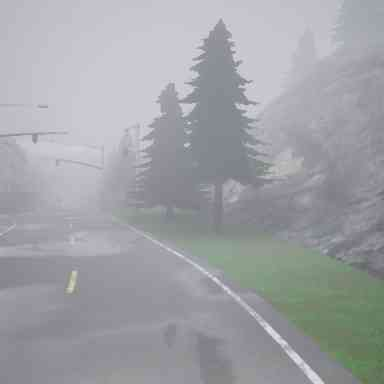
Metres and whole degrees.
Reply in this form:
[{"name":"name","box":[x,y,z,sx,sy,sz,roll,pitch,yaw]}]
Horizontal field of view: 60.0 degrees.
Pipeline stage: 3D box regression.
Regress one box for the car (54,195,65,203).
[{"name":"car","box":[-26.336,1.445,65.988,1.837,1.490,4.892,0,0,-21]}]
